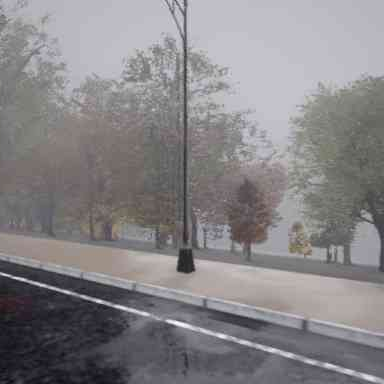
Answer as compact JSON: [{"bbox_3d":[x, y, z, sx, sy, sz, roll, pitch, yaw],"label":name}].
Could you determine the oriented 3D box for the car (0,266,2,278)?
[{"bbox_3d":[-6.943,1.610,8.542,5.357,1.411,2.033,0,0,36],"label":"car"}]
